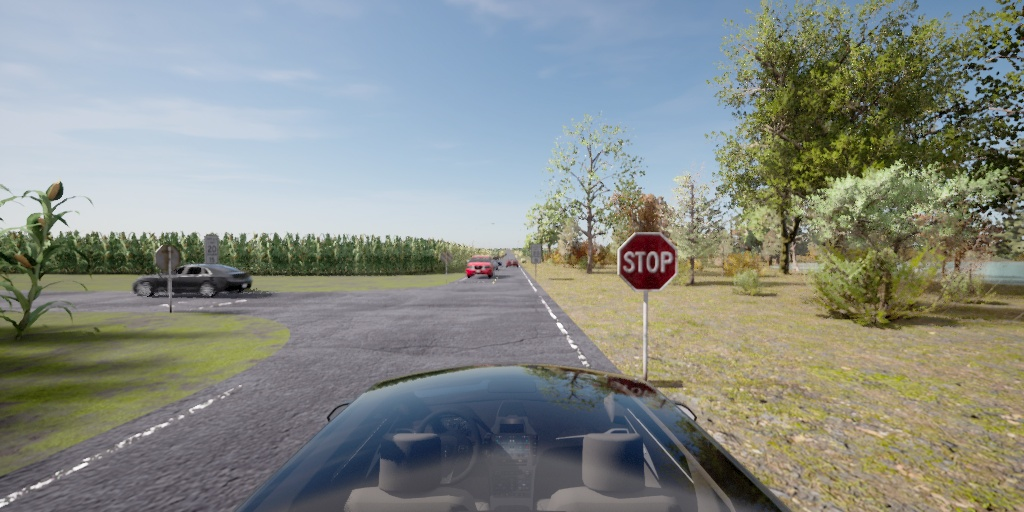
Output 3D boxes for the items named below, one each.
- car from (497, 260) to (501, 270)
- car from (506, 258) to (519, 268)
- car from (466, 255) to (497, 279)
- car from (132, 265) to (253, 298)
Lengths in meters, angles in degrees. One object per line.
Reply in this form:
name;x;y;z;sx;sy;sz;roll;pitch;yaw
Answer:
car;-2.843;1.252;48.603;1.812;1.442;4.674;0;1;0
car;0.049;1.058;61.040;2.097;1.767;4.553;0;0;0
car;-2.846;0.966;32.833;2.150;2.045;5.566;0;0;0
car;-15.205;1.157;17.163;4.892;1.490;1.837;0;0;0
